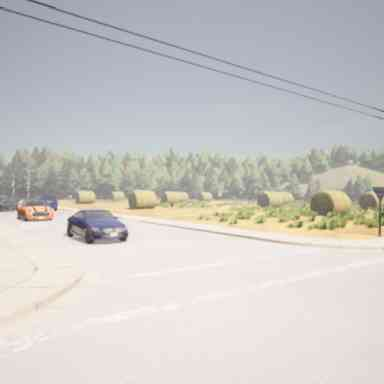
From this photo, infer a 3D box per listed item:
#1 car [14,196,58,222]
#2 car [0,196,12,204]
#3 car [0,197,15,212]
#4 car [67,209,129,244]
[{"bbox_3d":[-12.952,1.426,27.519,2.097,1.767,4.553,1,0,-36],"label":"car"},{"bbox_3d":[-38.473,1.682,68.405,1.837,1.490,4.892,1,0,-36],"label":"car"},{"bbox_3d":[-22.201,1.659,40.288,1.837,1.490,4.892,1,0,-36],"label":"car"},{"bbox_3d":[-4.743,1.578,16.314,1.812,1.442,4.674,1,0,-36],"label":"car"}]
